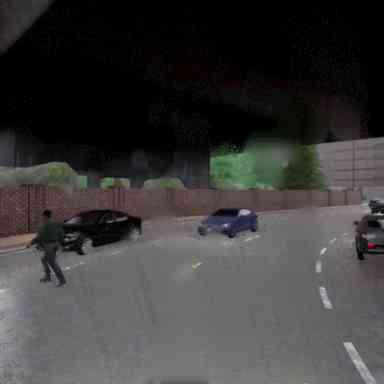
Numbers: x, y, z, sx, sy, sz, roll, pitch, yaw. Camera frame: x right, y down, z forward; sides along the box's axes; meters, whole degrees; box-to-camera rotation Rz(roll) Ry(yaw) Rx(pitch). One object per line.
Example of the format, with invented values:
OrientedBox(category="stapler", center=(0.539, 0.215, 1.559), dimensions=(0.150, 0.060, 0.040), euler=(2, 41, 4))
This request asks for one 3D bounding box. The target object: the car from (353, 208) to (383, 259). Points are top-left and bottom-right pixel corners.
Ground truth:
OrientedBox(category="car", center=(6.953, 1.526, 12.037), dimensions=(1.812, 1.442, 4.674), euler=(0, 0, 26))

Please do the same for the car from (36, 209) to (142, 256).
OrientedBox(category="car", center=(-3.934, 1.477, 13.561), dimensions=(1.882, 1.535, 5.008), euler=(0, 0, 23))

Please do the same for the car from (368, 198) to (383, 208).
OrientedBox(category="car", center=(17.207, 1.505, 28.902), dimensions=(4.892, 1.490, 1.837), euler=(0, 0, -43))

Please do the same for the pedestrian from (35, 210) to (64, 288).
OrientedBox(category="pedestrian", center=(-3.362, 1.294, 7.871), dimensions=(0.375, 1.860, 0.375), euler=(0, 0, 14))

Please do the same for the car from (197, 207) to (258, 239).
OrientedBox(category="car", center=(2.069, 1.527, 17.738), dimensions=(1.812, 1.442, 4.674), euler=(0, 0, 32))
